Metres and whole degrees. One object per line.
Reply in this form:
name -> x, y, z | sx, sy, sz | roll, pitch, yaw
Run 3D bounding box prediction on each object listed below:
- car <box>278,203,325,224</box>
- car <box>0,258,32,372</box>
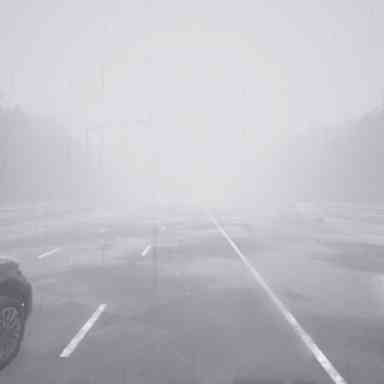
car -> 8.199, 1.570, 25.168 | 1.812, 1.442, 4.674 | 0, 0, -10
car -> -3.399, 1.221, 2.472 | 2.150, 2.045, 5.566 | 0, 0, 0
